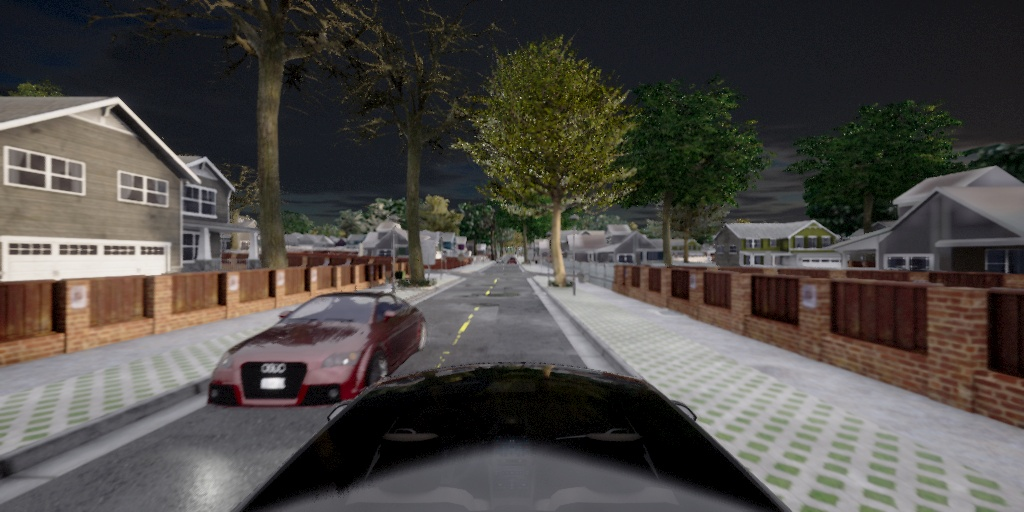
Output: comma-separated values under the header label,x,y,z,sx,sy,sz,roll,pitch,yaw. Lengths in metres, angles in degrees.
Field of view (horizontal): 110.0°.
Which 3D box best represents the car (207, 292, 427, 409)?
label,x,y,z,sx,sy,sz,roll,pitch,yaw
car,-2.850,1.342,6.267,1.994,1.385,4.181,0,0,0
